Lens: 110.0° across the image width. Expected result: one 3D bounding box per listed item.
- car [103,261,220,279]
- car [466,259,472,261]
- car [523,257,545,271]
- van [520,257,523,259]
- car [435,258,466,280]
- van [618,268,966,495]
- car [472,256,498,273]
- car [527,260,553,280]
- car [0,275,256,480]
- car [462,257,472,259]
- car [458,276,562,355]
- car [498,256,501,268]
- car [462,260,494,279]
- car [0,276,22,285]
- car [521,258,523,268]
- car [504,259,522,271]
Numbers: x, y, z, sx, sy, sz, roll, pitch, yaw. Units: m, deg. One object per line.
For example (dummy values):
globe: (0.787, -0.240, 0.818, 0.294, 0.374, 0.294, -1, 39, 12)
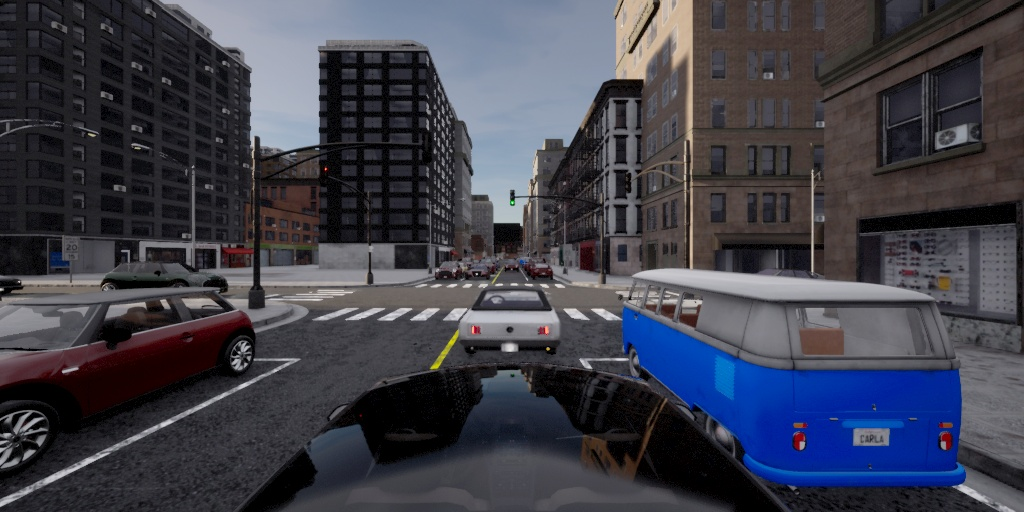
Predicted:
car: (-15.961, 1.023, 16.664, 4.553, 1.767, 2.097, 0, 0, 0)
car: (-5.483, 1.275, 36.576, 1.751, 1.417, 4.829, 0, 0, 0)
car: (2.542, 1.065, 36.768, 2.192, 1.841, 5.009, 0, 0, 0)
van: (2.496, 1.088, 52.998, 1.690, 1.789, 3.998, 0, 0, 0)
car: (-5.468, 1.190, 31.337, 1.967, 1.591, 4.097, 0, 0, 0)
van: (2.632, 1.091, 4.479, 1.690, 1.789, 3.998, 0, 0, 0)
car: (-2.938, 1.102, 40.136, 2.097, 1.767, 4.553, 0, 0, 0)
car: (2.557, 1.295, 31.359, 1.888, 1.381, 4.507, 0, 0, 0)
car: (-5.393, 1.190, 4.457, 1.967, 1.591, 4.097, 0, 0, 0)
car: (-5.498, 1.064, 42.155, 2.192, 1.841, 5.009, 0, 0, 0)
car: (0.035, 1.351, 8.642, 1.895, 1.301, 4.718, 0, 0, 2)
car: (-2.967, 1.101, 49.011, 2.097, 1.767, 4.553, 0, 0, 0)
car: (-2.932, 1.314, 31.516, 1.994, 1.385, 4.181, 0, 0, -1)
car: (-26.353, 1.160, 16.627, 5.357, 1.411, 2.033, 0, 0, 0)
car: (2.511, 1.294, 47.588, 1.888, 1.381, 4.507, 0, 0, 0)
car: (-0.032, 1.350, 47.546, 1.895, 1.301, 4.718, 0, 0, 0)
